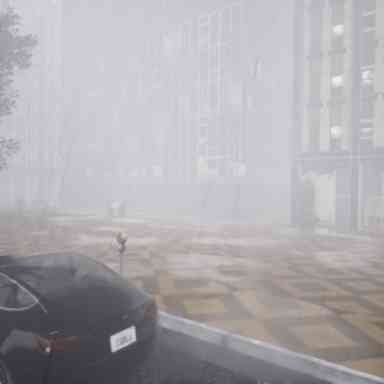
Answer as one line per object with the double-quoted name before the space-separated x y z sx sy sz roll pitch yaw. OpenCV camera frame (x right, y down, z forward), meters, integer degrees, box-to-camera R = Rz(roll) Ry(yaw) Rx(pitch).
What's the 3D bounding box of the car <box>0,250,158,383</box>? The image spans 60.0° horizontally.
"car" -2.387 1.481 4.573 4.313 1.339 1.947 1 1 35
